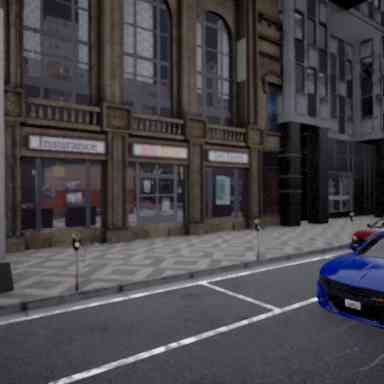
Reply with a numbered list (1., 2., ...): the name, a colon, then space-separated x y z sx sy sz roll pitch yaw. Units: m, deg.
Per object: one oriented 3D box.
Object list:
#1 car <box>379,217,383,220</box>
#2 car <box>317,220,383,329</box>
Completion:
1. car: 7.667 1.546 12.244 4.507 1.381 1.887 0 0 -36
2. car: 4.532 1.478 6.673 5.008 1.535 1.882 0 0 -36
